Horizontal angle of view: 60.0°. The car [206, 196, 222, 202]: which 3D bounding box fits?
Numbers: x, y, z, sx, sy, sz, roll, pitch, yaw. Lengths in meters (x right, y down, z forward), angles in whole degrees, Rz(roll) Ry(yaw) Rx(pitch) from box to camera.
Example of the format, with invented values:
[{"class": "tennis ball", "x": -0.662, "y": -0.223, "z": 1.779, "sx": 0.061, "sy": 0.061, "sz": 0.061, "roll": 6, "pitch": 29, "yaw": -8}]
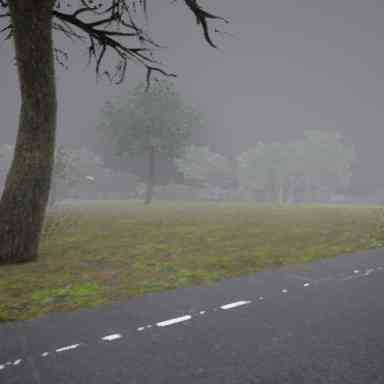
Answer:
[{"class": "car", "x": 4.948, "y": 1.545, "z": 76.301, "sx": 1.994, "sy": 1.385, "sz": 4.181, "roll": 3, "pitch": -2, "yaw": -33}]
